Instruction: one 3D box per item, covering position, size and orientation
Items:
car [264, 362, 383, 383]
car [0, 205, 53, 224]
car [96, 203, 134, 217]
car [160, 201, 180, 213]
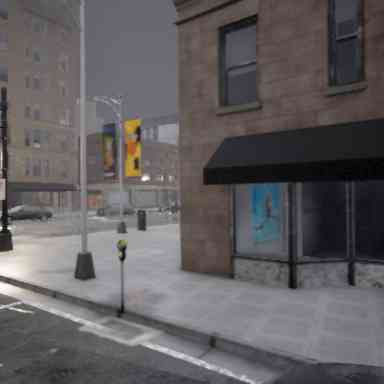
[{"bbox_3d":[2.188,1.543,1.295,4.403,1.369,2.008,0,-1,35],"label":"car"},{"bbox_3d":[-13.943,1.818,27.573,1.812,1.442,4.674,-1,-1,37],"label":"car"},{"bbox_3d":[-8.174,1.901,35.756,1.994,1.385,4.181,-1,-1,35],"label":"car"},{"bbox_3d":[-2.319,1.909,44.053,1.812,1.442,4.674,-1,-1,35],"label":"car"}]
